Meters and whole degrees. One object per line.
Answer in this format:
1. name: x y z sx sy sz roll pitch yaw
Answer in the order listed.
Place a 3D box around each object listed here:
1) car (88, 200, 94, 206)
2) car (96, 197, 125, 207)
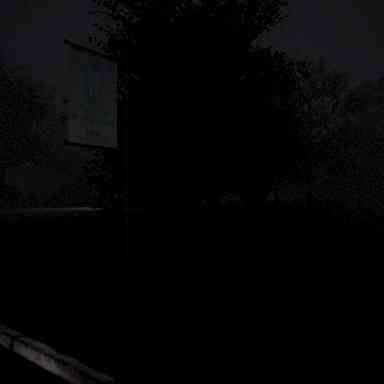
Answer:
1. car: -12.884 1.454 48.912 2.128 1.511 4.902 0 0 38
2. car: -10.422 1.442 46.375 1.882 1.535 5.008 0 0 38
